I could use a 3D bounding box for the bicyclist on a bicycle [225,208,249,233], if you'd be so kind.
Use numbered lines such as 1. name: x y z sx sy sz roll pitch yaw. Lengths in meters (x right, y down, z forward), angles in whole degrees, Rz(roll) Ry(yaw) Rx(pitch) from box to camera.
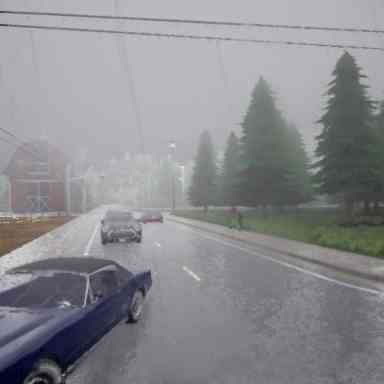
1. bicyclist on a bicycle: 2.951 1.845 21.812 1.656 1.620 0.582 -1 -1 -14

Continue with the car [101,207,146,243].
1. car: -4.087 1.935 19.115 2.097 1.767 4.553 -1 -1 -14

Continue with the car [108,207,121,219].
1. car: -11.107 2.940 47.586 1.812 1.442 4.674 -1 -2 -14

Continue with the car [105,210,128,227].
1. car: -7.307 2.525 32.032 1.994 1.385 4.181 -1 -2 -14

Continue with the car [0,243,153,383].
1. car: -2.153 1.793 5.080 1.895 1.301 4.718 -1 -2 11

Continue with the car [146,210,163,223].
1. car: -4.298 2.559 35.220 1.994 1.385 4.181 -1 -2 -14
